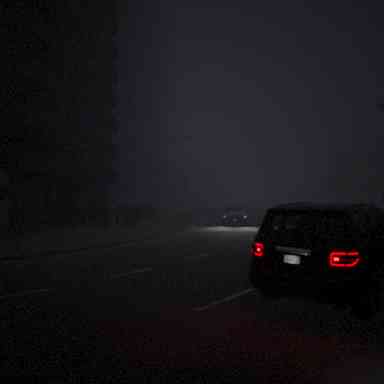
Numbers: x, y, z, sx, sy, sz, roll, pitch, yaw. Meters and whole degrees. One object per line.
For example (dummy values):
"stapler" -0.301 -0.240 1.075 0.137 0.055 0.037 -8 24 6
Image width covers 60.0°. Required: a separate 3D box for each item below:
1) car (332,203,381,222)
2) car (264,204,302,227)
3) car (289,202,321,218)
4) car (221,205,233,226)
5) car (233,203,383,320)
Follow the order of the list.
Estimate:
"car" 14.156 1.695 29.003 2.033 1.411 5.357 0 0 5
"car" 6.833 1.702 25.507 2.033 1.411 5.357 0 0 7
"car" 10.939 1.749 32.556 1.994 1.385 4.181 0 -1 5
"car" 3.246 1.692 25.073 1.812 1.442 4.674 0 0 8
"car" 3.448 1.265 7.808 2.150 2.045 5.566 0 0 40
